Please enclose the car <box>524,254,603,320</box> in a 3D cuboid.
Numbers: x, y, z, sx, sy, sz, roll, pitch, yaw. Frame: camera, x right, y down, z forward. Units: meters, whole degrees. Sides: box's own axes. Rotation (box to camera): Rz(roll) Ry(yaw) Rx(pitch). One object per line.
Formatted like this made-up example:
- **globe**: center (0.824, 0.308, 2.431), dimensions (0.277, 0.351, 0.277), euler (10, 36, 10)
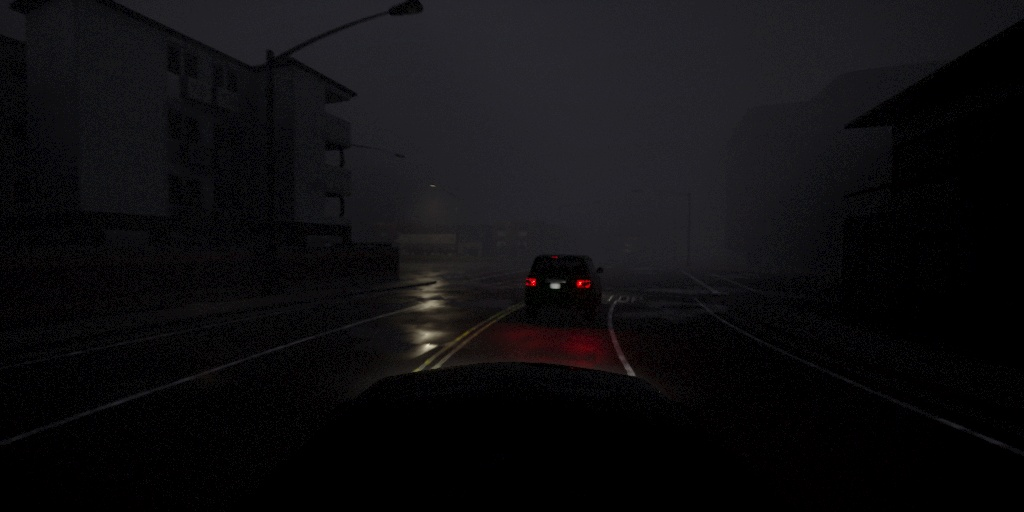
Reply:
- **car**: center (2.023, 0.974, 13.013), dimensions (2.150, 2.045, 5.566), euler (1, 0, 17)
